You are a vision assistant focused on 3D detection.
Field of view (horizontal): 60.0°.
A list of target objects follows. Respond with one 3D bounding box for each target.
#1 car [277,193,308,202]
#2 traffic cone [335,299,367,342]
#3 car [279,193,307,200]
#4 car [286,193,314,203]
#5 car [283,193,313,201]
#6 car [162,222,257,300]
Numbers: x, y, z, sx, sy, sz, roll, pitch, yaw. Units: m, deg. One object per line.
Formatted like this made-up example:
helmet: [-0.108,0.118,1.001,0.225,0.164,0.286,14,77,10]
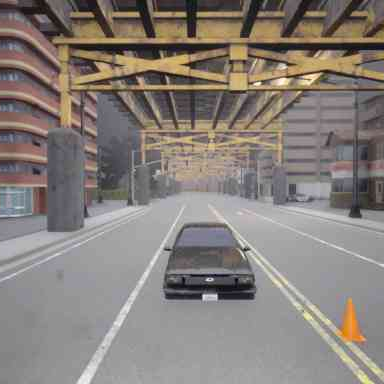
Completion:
car: [17.825,0.957,59.025,4.974,1.542,2.038,0,1,25]
traffic cone: [2.455,1.949,5.150,0.340,0.580,0.340,0,0,0]
car: [17.873,0.800,59.001,4.536,1.218,1.853,0,1,25]
car: [17.476,1.005,54.868,4.974,1.542,2.038,0,1,-20]
car: [17.525,0.847,54.884,4.536,1.218,1.853,0,1,-20]
car: [0.363,1.533,8.758,2.033,1.411,5.357,0,0,1]
